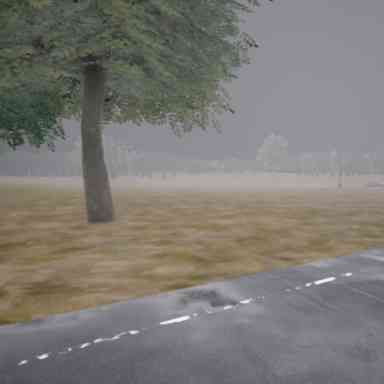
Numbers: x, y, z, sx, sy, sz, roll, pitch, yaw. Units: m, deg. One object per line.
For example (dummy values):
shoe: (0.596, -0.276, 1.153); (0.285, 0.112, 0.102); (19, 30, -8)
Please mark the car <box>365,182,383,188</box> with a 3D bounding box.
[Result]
car: (42.135, -1.543, 75.173); (2.033, 1.411, 5.357); (-2, 3, -34)
